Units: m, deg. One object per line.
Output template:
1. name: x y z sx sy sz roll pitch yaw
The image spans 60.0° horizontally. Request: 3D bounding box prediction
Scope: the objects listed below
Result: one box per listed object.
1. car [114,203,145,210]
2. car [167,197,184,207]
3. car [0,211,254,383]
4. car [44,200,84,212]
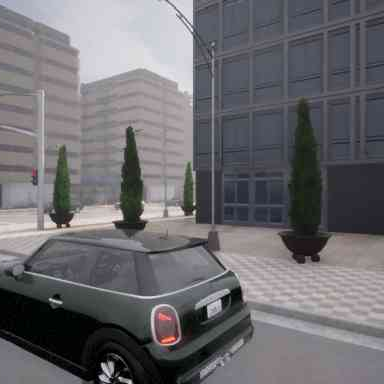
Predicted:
1. car: -8.198 1.581 44.321 1.812 1.442 4.674 0 0 35
2. car: -2.250 1.560 52.740 1.837 1.490 4.892 0 0 35
3. car: -1.472 1.352 5.043 4.553 1.767 2.097 0 0 35
4. car: -14.093 1.560 35.981 1.837 1.490 4.892 0 0 35
